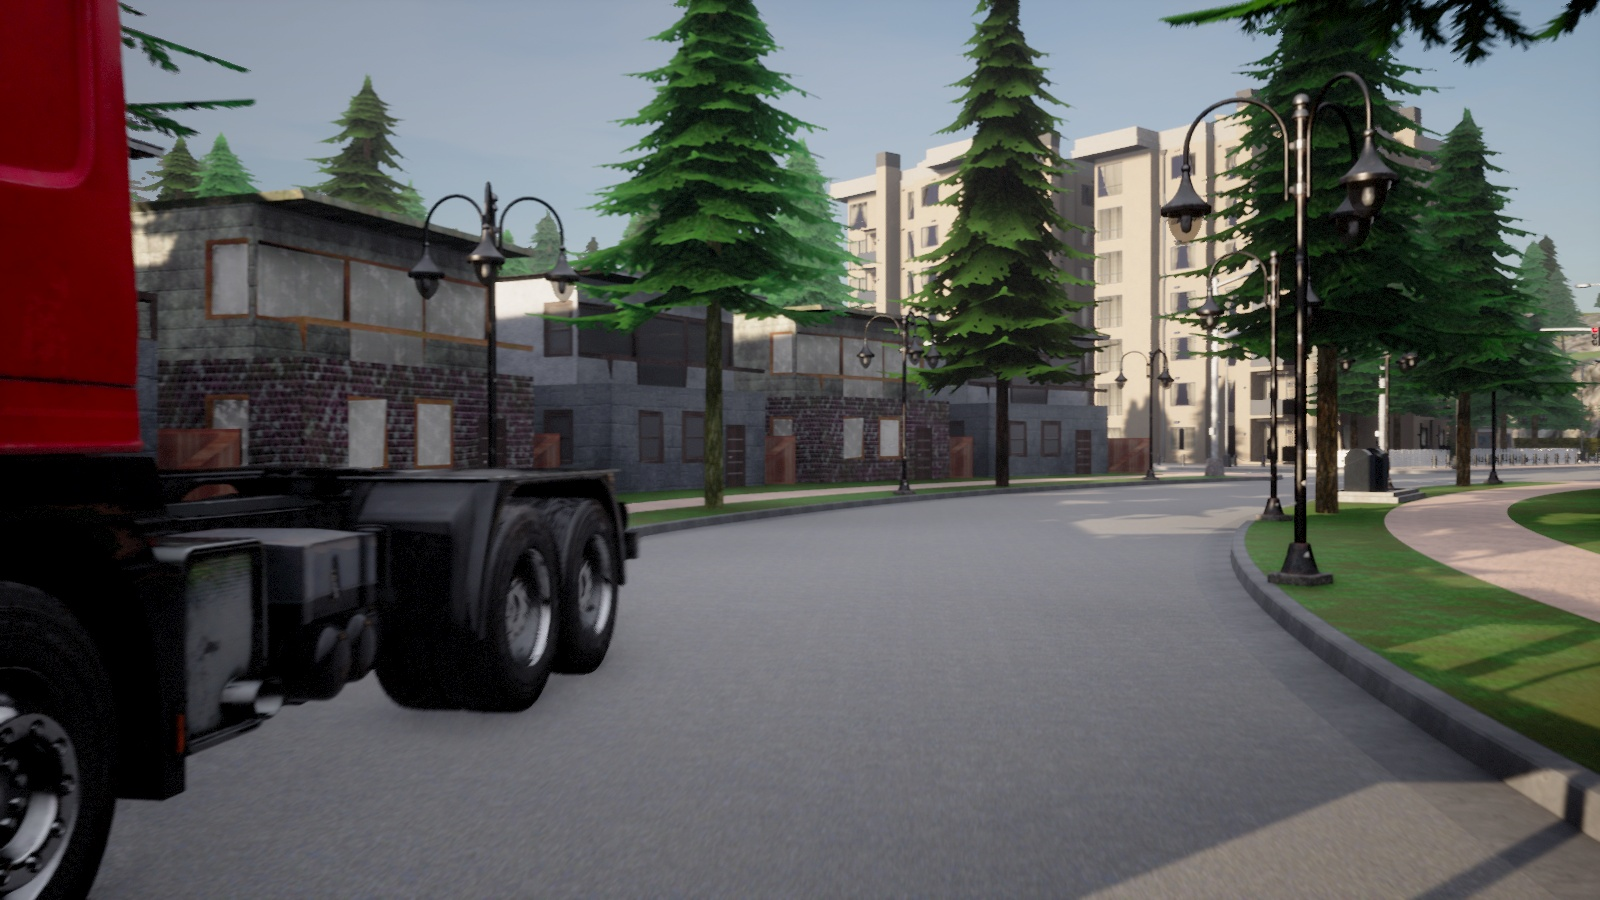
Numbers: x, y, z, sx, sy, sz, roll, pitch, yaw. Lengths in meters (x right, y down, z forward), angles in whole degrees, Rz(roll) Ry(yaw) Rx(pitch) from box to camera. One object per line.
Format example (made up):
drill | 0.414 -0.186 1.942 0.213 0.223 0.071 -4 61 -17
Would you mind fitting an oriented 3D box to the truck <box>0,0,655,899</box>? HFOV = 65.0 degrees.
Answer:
truck | -3.097 -0.271 5.556 2.891 3.462 7.936 0 0 9
